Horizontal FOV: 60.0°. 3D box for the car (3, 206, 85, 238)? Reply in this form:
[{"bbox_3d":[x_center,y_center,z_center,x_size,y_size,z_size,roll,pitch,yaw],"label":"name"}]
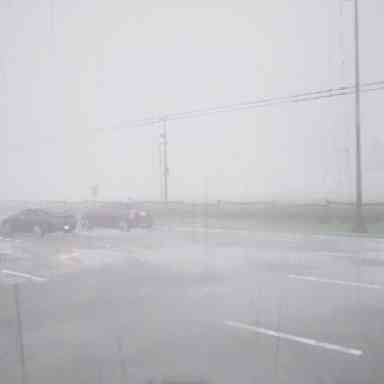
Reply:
[{"bbox_3d":[-8.281,1.547,17.982,4.892,1.490,1.837,-1,0,34],"label":"car"}]

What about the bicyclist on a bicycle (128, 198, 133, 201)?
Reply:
[{"bbox_3d":[-4.395,1.243,24.037,0.582,1.620,1.656,-1,-1,34],"label":"bicyclist on a bicycle"}]

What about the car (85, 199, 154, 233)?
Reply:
[{"bbox_3d":[-4.479,1.320,19.644,4.553,1.767,2.097,-1,0,34],"label":"car"}]
